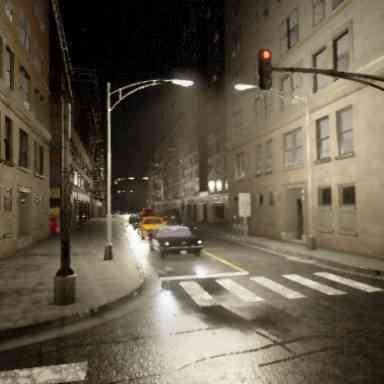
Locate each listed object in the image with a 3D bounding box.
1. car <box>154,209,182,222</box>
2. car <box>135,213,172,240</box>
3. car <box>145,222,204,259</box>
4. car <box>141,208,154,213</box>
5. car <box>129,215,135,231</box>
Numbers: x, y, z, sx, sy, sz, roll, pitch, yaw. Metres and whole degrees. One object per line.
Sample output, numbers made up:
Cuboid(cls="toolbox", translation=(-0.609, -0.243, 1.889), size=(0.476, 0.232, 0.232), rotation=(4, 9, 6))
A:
Cuboid(cls="car", translation=(-2.616, 2.918, 37.560), size=(2.150, 2.045, 5.566), rotation=(0, -2, -13))
Cuboid(cls="car", translation=(-3.023, 2.653, 25.235), size=(1.882, 1.535, 5.008), rotation=(0, -3, -13))
Cuboid(cls="car", translation=(-0.924, 2.362, 16.298), size=(1.895, 1.301, 4.718), rotation=(0, -3, -16))
Cuboid(cls="car", translation=(-7.955, 3.967, 60.344), size=(2.150, 2.045, 5.566), rotation=(0, -3, -13))
Cuboid(cls="car", translation=(-5.145, 3.198, 34.341), size=(1.895, 1.301, 4.718), rotation=(0, -3, -13))
